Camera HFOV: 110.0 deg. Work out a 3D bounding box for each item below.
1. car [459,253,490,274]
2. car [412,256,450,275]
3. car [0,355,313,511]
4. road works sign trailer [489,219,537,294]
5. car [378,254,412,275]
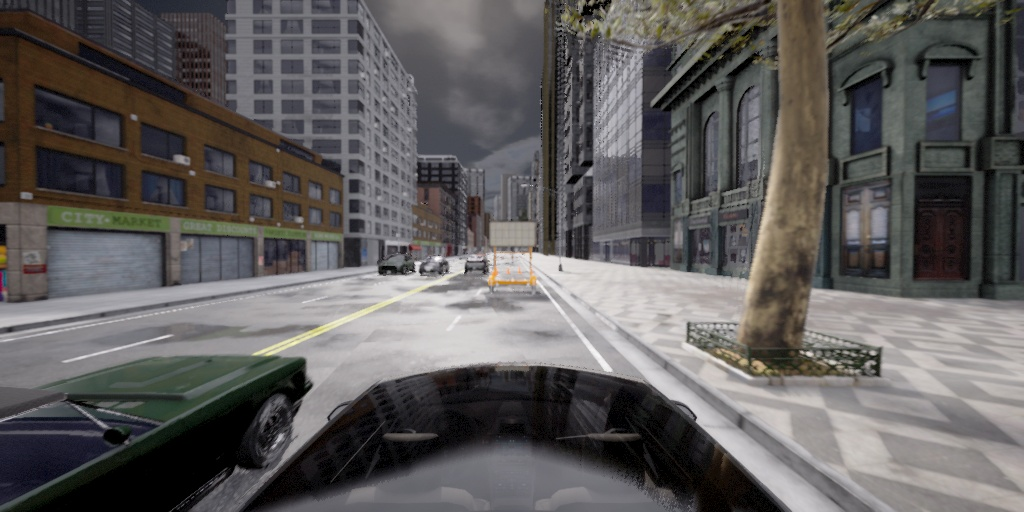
[{"bbox_3d":[-3.089,0.764,32.077,2.128,1.511,4.902,0,1,0],"label":"car"},{"bbox_3d":[-6.535,0.790,30.456,2.128,1.511,4.902,0,1,0],"label":"car"},{"bbox_3d":[-3.149,1.349,1.854,1.895,1.301,4.718,0,1,0],"label":"car"},{"bbox_3d":[0.034,-0.044,18.178,2.380,3.560,2.880,0,0,0],"label":"road works sign trailer"},{"bbox_3d":[-9.785,0.646,30.733,2.097,1.767,4.553,0,1,0],"label":"car"}]
